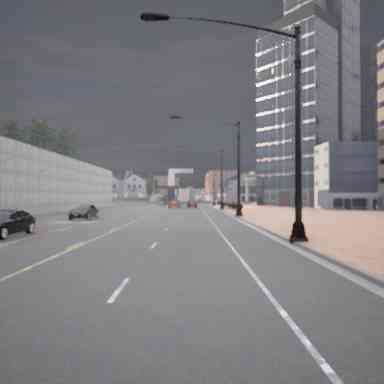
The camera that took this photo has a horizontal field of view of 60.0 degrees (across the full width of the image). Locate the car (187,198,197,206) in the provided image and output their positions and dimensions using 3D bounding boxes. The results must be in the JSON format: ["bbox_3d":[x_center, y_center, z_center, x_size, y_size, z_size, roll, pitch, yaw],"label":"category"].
[{"bbox_3d":[0.021,2.234,74.069,2.097,1.767,4.553,0,-1,1],"label":"car"}]

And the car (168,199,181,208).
[{"bbox_3d":[-3.483,2.228,65.283,2.097,1.767,4.553,0,-1,0],"label":"car"}]

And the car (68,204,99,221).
[{"bbox_3d":[-10.511,1.946,32.539,1.837,1.490,4.892,0,-1,1],"label":"car"}]

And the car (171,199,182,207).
[{"bbox_3d":[-3.479,2.404,74.098,2.128,1.511,4.902,0,-1,1],"label":"car"}]

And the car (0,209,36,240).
[{"bbox_3d":[-10.587,1.759,18.740,1.837,1.490,4.892,0,-1,0],"label":"car"}]

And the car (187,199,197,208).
[{"bbox_3d":[0.017,2.444,65.692,1.994,1.385,4.181,0,-1,0],"label":"car"}]
